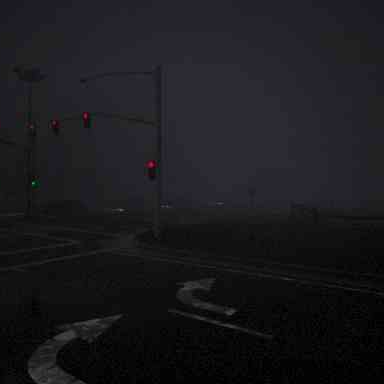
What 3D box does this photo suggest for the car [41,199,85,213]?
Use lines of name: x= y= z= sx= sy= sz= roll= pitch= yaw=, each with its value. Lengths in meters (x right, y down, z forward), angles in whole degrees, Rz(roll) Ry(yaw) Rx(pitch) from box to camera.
car: x=-14.631 y=1.504 z=37.920 sx=2.128 sy=1.511 sz=4.902 roll=0 pitch=0 yaw=36

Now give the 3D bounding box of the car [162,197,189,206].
car: x=-2.681 y=1.560 z=54.966 sx=2.033 sy=1.411 sz=5.357 roll=0 pitch=0 yaw=34

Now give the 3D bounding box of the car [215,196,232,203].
car: x=6.491 y=1.577 z=67.805 sx=1.994 sy=1.385 sz=4.181 roll=0 pitch=0 yaw=36

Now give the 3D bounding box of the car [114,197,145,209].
car: x=-8.651 y=1.517 z=46.417 sx=1.837 sy=1.490 sz=4.892 roll=0 pitch=0 yaw=35
